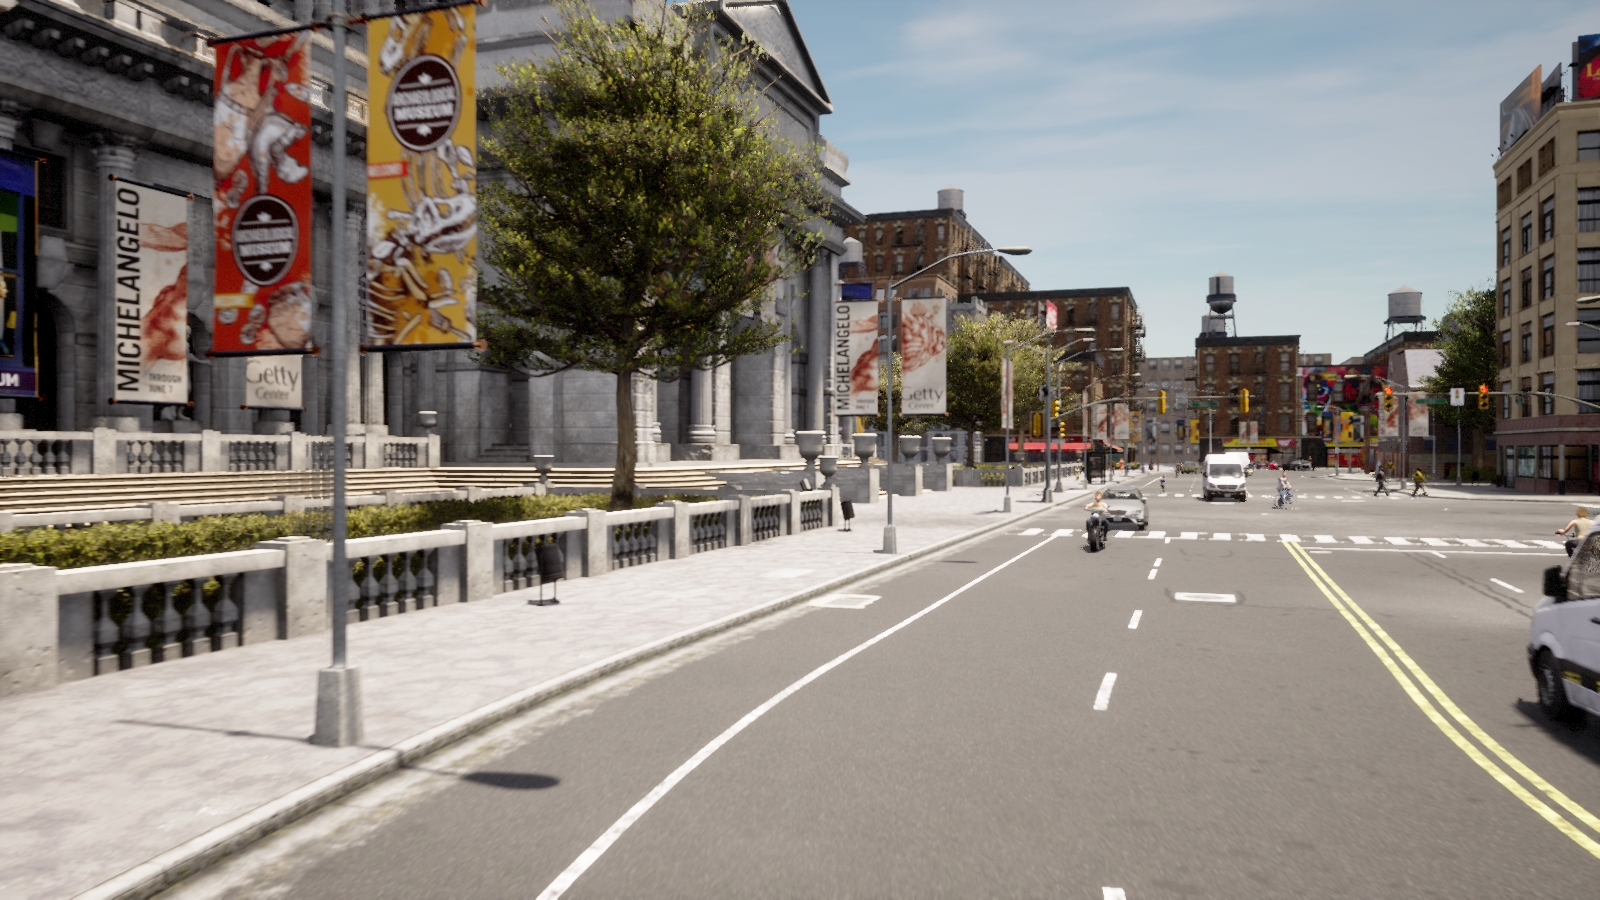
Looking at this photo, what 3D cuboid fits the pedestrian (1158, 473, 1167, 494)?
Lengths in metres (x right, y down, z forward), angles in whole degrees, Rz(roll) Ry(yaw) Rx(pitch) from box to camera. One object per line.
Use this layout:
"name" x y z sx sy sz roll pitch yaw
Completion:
"pedestrian" 22.886 2.134 72.119 0.375 1.300 0.375 0 0 -22

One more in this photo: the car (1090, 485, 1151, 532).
"car" 11.606 2.068 41.176 1.816 1.474 4.193 0 0 20

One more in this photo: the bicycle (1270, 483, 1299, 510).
"bicycle" 22.901 2.210 53.993 0.373 1.196 1.643 1 0 -11

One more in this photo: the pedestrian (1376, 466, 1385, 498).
"pedestrian" 34.120 1.855 67.169 0.375 1.860 0.375 0 0 2

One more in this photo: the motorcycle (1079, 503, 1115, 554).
"motorcycle" 8.341 2.171 32.014 0.764 1.277 2.356 0 0 20

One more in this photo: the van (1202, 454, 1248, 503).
"van" 23.546 1.539 63.503 1.988 2.561 5.915 0 0 16

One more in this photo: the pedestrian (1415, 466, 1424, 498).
"pedestrian" 36.145 1.856 66.679 0.375 1.860 0.375 0 0 16

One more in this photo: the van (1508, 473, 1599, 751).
"van" 8.289 1.536 9.788 1.988 2.561 5.915 0 0 13
